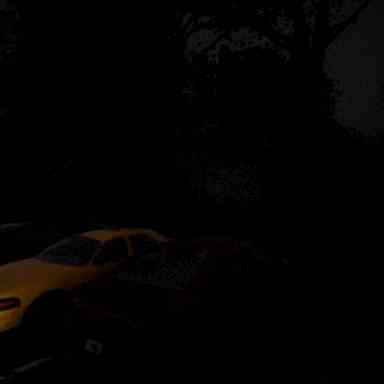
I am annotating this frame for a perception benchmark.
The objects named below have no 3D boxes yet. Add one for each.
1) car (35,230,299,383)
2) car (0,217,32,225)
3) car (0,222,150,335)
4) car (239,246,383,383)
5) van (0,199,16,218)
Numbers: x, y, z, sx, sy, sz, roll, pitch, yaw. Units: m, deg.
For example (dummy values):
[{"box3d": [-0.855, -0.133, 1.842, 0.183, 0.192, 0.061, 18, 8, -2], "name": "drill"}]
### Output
[{"box3d": [0.400, 1.480, 5.525, 2.097, 1.535, 5.008, 0, 0, 36], "name": "car"}, {"box3d": [-4.132, 1.521, 8.765, 2.002, 1.452, 4.674, 0, 0, 36], "name": "car"}, {"box3d": [-1.972, 1.478, 6.997, 1.946, 1.575, 5.366, 0, 0, 36], "name": "car"}, {"box3d": [2.653, 1.510, 3.887, 2.163, 1.488, 4.792, 0, 0, 36], "name": "car"}, {"box3d": [-8.596, 1.255, 12.102, 1.878, 1.987, 4.442, 0, 0, 36], "name": "van"}]
